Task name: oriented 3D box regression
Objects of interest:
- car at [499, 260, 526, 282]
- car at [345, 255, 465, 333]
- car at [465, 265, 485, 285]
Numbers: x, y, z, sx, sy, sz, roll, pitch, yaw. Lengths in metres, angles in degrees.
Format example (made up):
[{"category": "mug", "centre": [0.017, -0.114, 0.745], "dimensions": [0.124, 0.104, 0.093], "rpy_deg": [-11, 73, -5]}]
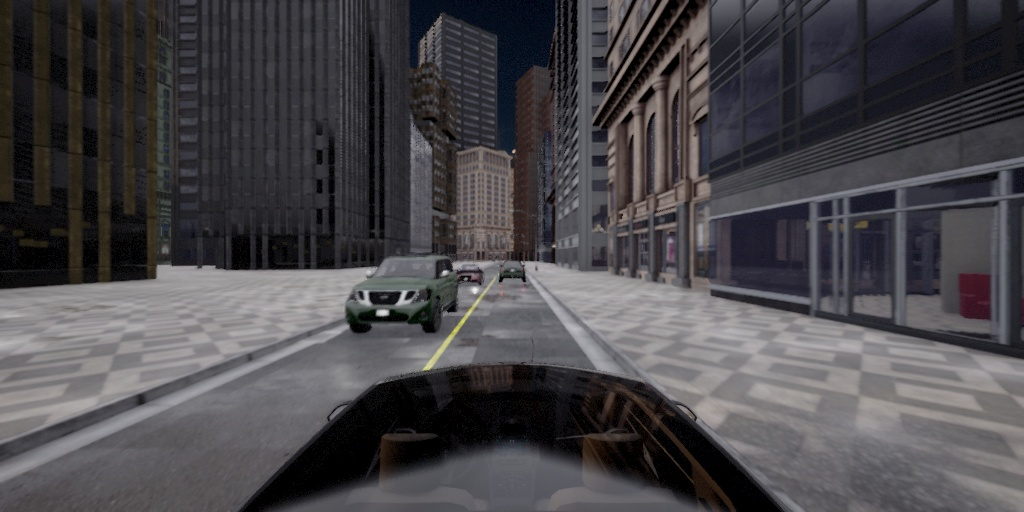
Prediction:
[{"category": "car", "centre": [0.053, 1.109, 29.294], "dimensions": [2.097, 1.767, 4.553], "rpy_deg": [0, 0, 0]}, {"category": "car", "centre": [-3.009, 0.977, 11.118], "dimensions": [2.150, 2.045, 5.566], "rpy_deg": [0, 0, 0]}, {"category": "car", "centre": [-3.030, 1.321, 25.598], "dimensions": [1.994, 1.385, 4.181], "rpy_deg": [0, 0, 0]}]
